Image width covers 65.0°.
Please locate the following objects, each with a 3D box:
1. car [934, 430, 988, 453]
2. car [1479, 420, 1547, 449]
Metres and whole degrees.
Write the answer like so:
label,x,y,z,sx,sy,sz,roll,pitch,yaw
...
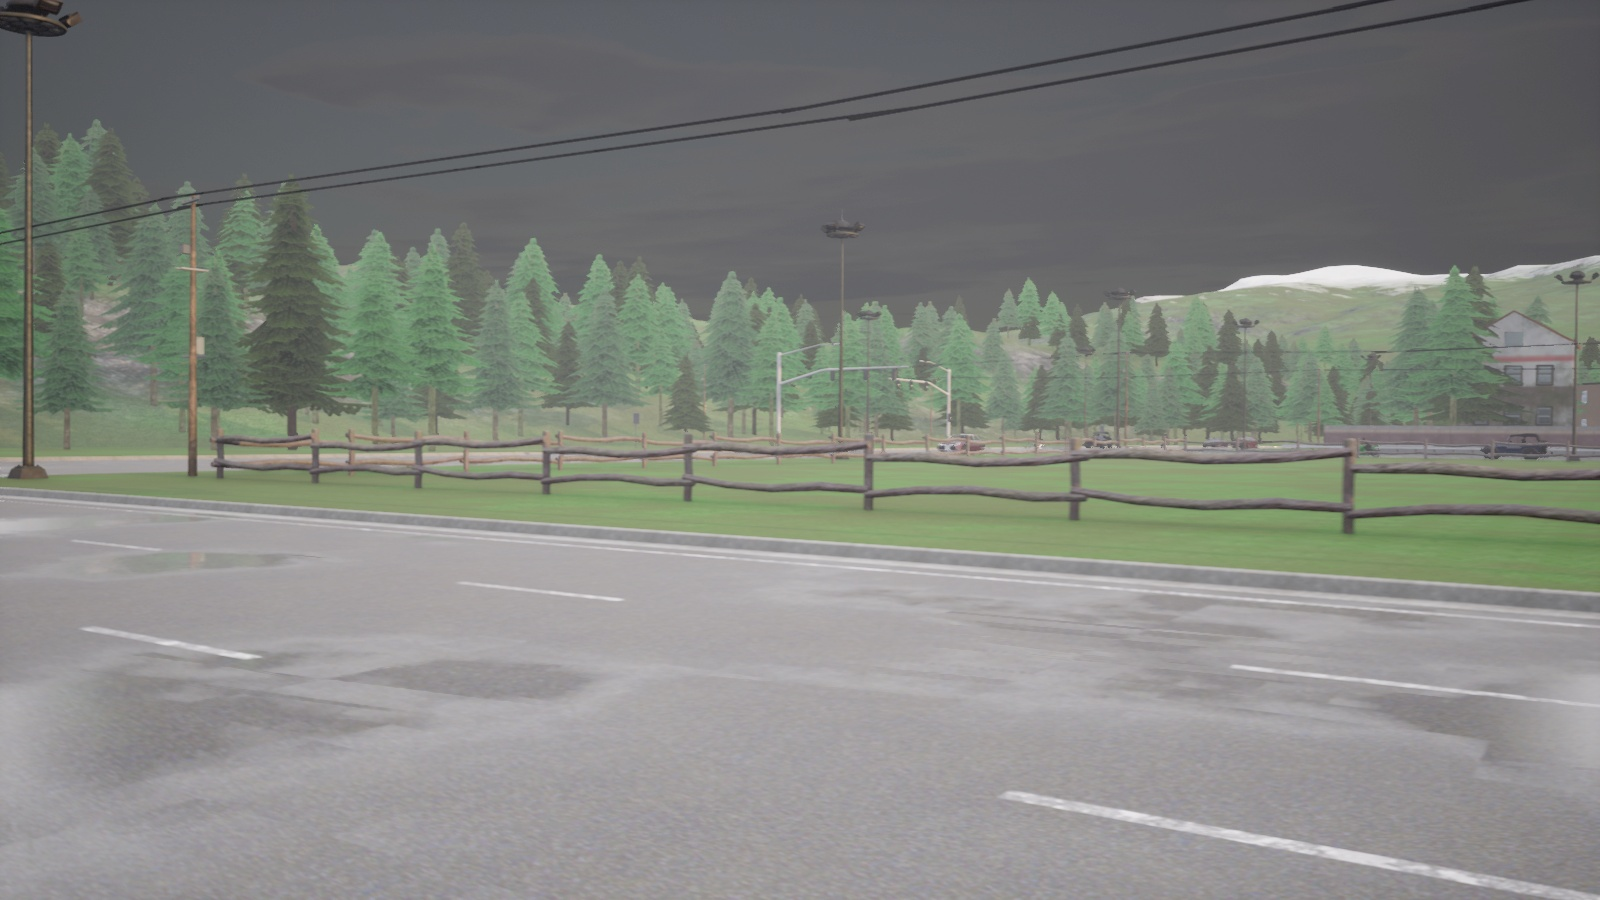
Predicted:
label,x,y,z,sx,sy,sz,roll,pitch,yaw
car,10.902,-0.568,84.870,1.970,1.475,3.806,0,1,36
car,47.669,-1.052,83.981,3.866,1.878,1.905,0,1,34
